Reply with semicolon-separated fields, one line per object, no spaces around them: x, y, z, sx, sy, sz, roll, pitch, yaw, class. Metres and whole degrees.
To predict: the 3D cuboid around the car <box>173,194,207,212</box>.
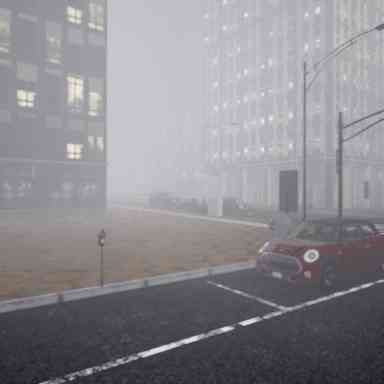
0.260;1.199;32.546;1.802;1.307;4.206;2;0;-36;car

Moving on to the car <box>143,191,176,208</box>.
-2.976;0.825;37.079;2.192;1.841;5.009;2;0;-36;car

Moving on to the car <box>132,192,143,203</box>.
-6.642;0.806;46.659;1.882;1.535;5.008;0;1;-35;car

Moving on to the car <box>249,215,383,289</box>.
3.681;1.482;9.180;4.097;1.590;1.967;0;0;-35;car

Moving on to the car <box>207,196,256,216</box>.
3.508;1.165;28.013;1.967;1.590;4.097;2;0;-36;car

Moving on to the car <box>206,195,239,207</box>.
3.795;1.121;42.006;1.802;1.307;4.206;2;0;-36;car

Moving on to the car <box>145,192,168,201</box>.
-5.939;0.782;55.612;1.947;1.339;4.313;2;0;-36;car

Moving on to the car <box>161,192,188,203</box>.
-2.792;0.846;51.216;1.752;1.417;4.829;2;0;-36;car
